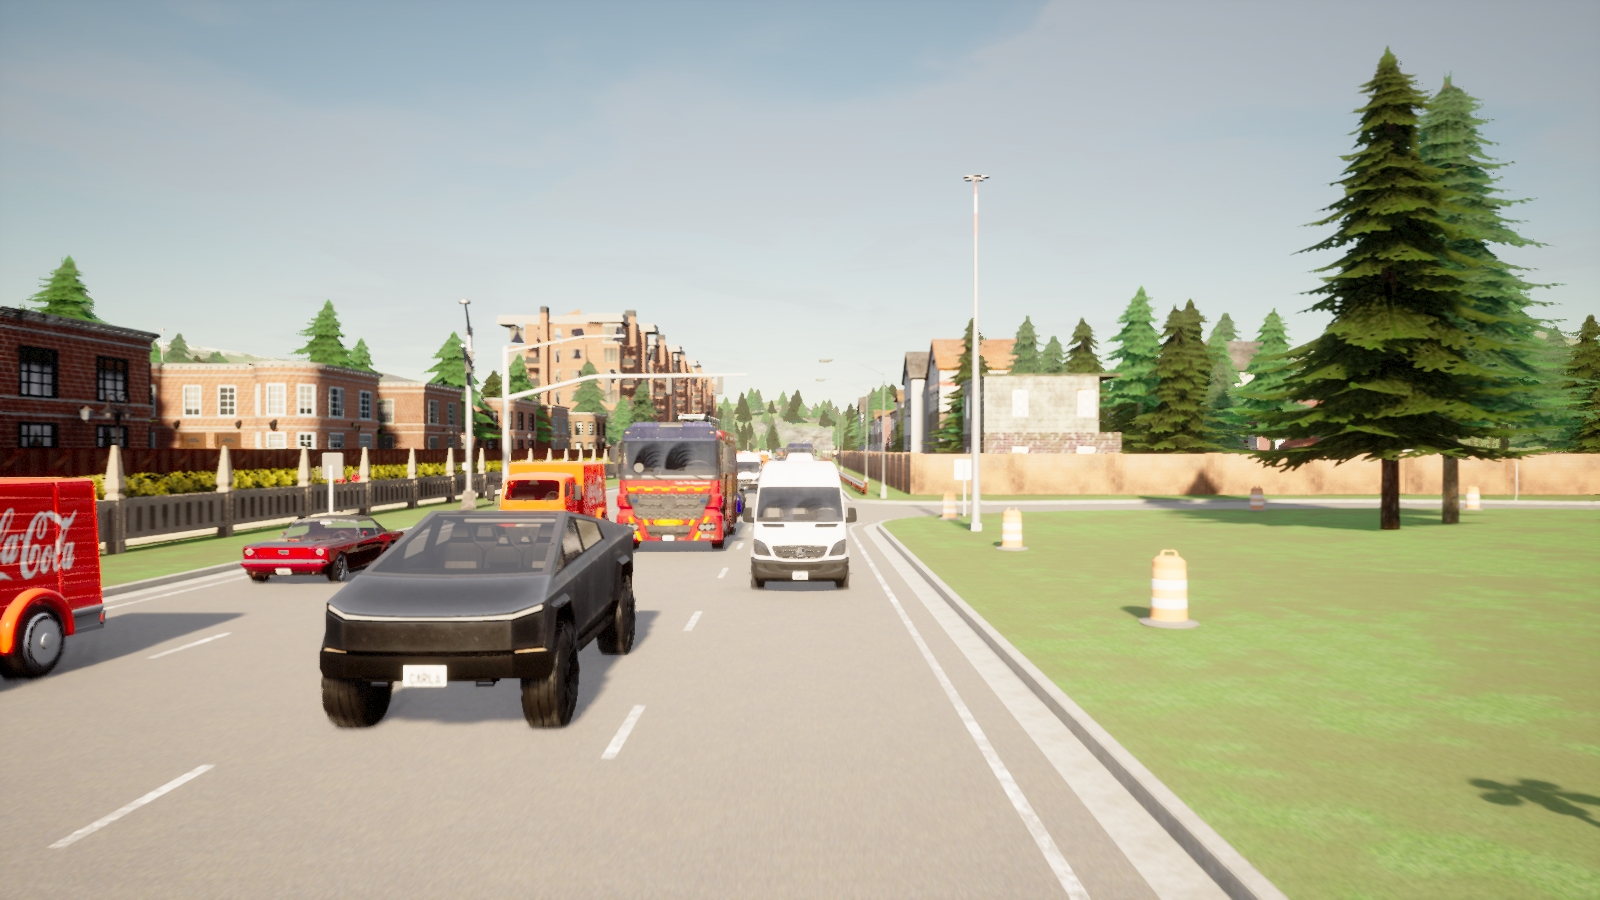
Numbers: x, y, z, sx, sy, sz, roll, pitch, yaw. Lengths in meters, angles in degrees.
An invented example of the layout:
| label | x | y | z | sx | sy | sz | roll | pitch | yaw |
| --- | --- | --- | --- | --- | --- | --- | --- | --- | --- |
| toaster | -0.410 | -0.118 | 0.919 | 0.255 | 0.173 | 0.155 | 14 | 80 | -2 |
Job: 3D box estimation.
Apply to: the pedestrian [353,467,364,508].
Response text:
| label | x | y | z | sx | sy | sz | roll | pitch | yaw |
| --- | --- | --- | --- | --- | --- | --- | --- | --- | --- |
| pedestrian | -20.163 | 1.701 | 52.138 | 0.375 | 1.860 | 0.375 | 0 | 0 | -3 |

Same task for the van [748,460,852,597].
| label | x | y | z | sx | sy | sz | roll | pitch | yaw |
| --- | --- | --- | --- | --- | --- | --- | --- | --- | --- |
| van | 0.004 | 1.534 | 24.809 | 1.988 | 2.561 | 5.915 | 0 | 0 | 0 |

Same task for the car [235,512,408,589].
| label | x | y | z | sx | sy | sz | roll | pitch | yaw |
| --- | --- | --- | --- | --- | --- | --- | --- | --- | --- |
| car | -10.498 | 2.155 | 25.485 | 1.895 | 1.301 | 4.718 | 0 | 0 | 0 |

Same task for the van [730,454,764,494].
| label | x | y | z | sx | sy | sz | roll | pitch | yaw |
| --- | --- | --- | --- | --- | --- | --- | --- | --- | --- |
| van | -3.496 | 1.534 | 76.118 | 1.988 | 2.561 | 5.915 | 0 | 0 | 0 |

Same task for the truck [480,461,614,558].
| label | x | y | z | sx | sy | sz | roll | pitch | yaw |
| --- | --- | --- | --- | --- | --- | --- | --- | --- | --- |
| truck | -7.000 | 1.568 | 32.251 | 2.627 | 2.467 | 5.204 | 0 | 0 | 0 |

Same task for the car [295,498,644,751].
| label | x | y | z | sx | sy | sz | roll | pitch | yaw |
| --- | --- | --- | --- | --- | --- | --- | --- | --- | --- |
| car | -3.500 | 1.753 | 13.759 | 2.390 | 2.098 | 6.274 | 0 | 0 | 0 |

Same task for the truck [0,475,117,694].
| label | x | y | z | sx | sy | sz | roll | pitch | yaw |
| --- | --- | --- | --- | --- | --- | --- | --- | --- | --- |
| truck | -10.500 | 1.568 | 12.774 | 2.627 | 2.467 | 5.204 | 0 | 0 | 0 |

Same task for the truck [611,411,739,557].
| label | x | y | z | sx | sy | sz | roll | pitch | yaw |
| --- | --- | --- | --- | --- | --- | --- | --- | --- | --- |
| truck | -3.497 | 0.890 | 34.118 | 2.891 | 3.827 | 8.468 | 0 | 0 | 0 |
